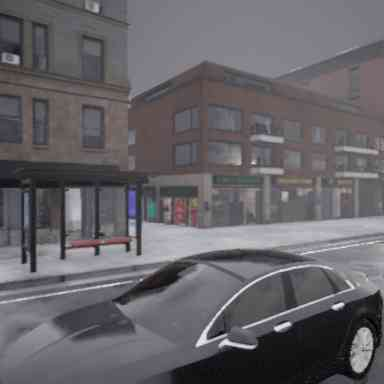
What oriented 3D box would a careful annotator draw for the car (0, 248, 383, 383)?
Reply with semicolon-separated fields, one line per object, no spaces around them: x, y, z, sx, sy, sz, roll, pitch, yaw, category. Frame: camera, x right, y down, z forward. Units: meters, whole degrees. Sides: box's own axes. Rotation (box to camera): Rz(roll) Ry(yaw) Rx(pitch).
0.427;1.526;3.988;4.892;1.490;1.837;1;-1;-35;car
